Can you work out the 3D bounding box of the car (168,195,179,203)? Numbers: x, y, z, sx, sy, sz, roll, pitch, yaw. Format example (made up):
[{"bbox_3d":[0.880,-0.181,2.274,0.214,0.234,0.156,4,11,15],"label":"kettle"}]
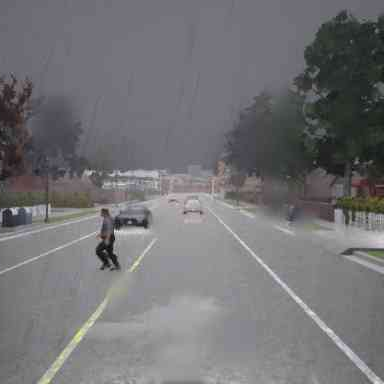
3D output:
[{"bbox_3d":[-3.491,1.308,63.397,1.882,1.535,5.008,0,1,1],"label":"car"}]

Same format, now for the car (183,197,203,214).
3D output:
[{"bbox_3d":[0.129,1.508,34.509,1.812,1.442,4.674,0,0,1],"label":"car"}]

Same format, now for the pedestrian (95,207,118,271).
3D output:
[{"bbox_3d":[-2.378,1.293,9.291,0.375,1.860,0.375,0,0,0],"label":"pedestrian"}]

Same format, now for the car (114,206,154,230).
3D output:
[{"bbox_3d":[-3.580,1.561,21.081,1.994,1.385,4.181,0,0,0],"label":"car"}]
